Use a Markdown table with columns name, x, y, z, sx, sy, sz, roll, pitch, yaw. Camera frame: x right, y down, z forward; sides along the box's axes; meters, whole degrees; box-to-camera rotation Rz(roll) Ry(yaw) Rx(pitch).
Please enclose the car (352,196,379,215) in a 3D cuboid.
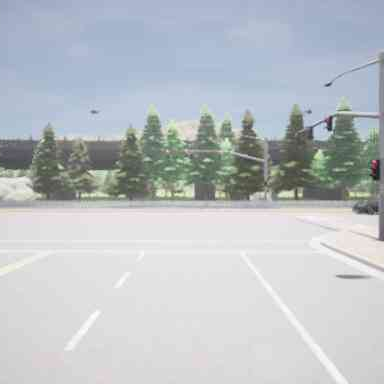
| name | x | y | z | sx | sy | sz | roll | pitch | yaw |
| --- | --- | --- | --- | --- | --- | --- | --- | --- | --- |
| car | 17.285 | 1.131 | 30.584 | 4.553 | 1.767 | 2.097 | 0 | 0 | 1 |
